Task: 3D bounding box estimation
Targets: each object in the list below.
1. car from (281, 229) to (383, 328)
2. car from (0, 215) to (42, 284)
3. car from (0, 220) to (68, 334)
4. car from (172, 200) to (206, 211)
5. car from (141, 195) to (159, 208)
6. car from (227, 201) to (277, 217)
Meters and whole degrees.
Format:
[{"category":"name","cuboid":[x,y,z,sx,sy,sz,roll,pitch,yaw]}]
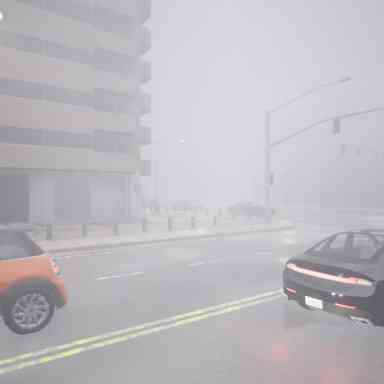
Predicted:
[{"category":"car","cuboid":[3.876,1.492,6.511,4.902,1.511,2.128,0,0,-35]},{"category":"car","cuboid":[-6.489,1.477,7.975,5.008,1.535,1.882,0,0,-35]},{"category":"car","cuboid":[-4.442,1.352,5.135,4.553,1.767,2.097,0,0,-35]},{"category":"car","cuboid":[-0.403,1.545,39.148,1.895,1.301,4.718,0,0,-35]},{"category":"car","cuboid":[-6.596,1.297,48.136,2.097,1.767,4.553,0,0,-34]},{"category":"car","cuboid":[5.494,1.545,30.774,1.895,1.301,4.718,0,0,-35]}]
